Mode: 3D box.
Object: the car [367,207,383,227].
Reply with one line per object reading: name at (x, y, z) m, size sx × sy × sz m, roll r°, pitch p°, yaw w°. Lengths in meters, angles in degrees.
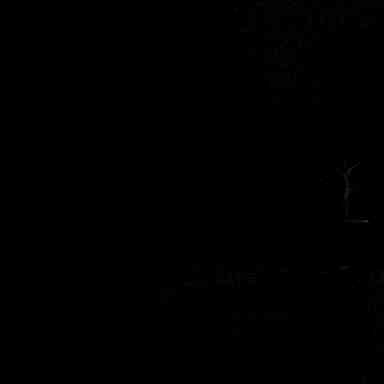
car at (13.902, 1.395, 21.250) m, size 2.150 × 2.045 × 5.566 m, roll 1°, pitch 0°, yaw -12°
